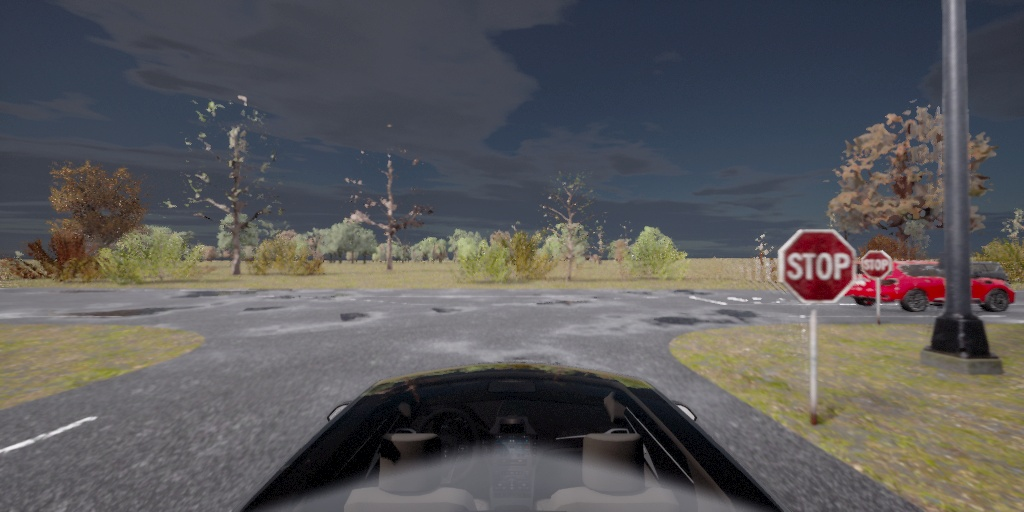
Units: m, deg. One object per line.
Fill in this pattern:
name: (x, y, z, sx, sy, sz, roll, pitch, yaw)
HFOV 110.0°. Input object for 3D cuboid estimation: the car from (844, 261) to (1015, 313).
car: (17.194, 1.216, 14.996, 5.566, 2.045, 2.150, 0, -1, -2)

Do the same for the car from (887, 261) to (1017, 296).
car: (27.213, 1.364, 22.305, 5.566, 2.045, 2.150, 0, -1, -2)
